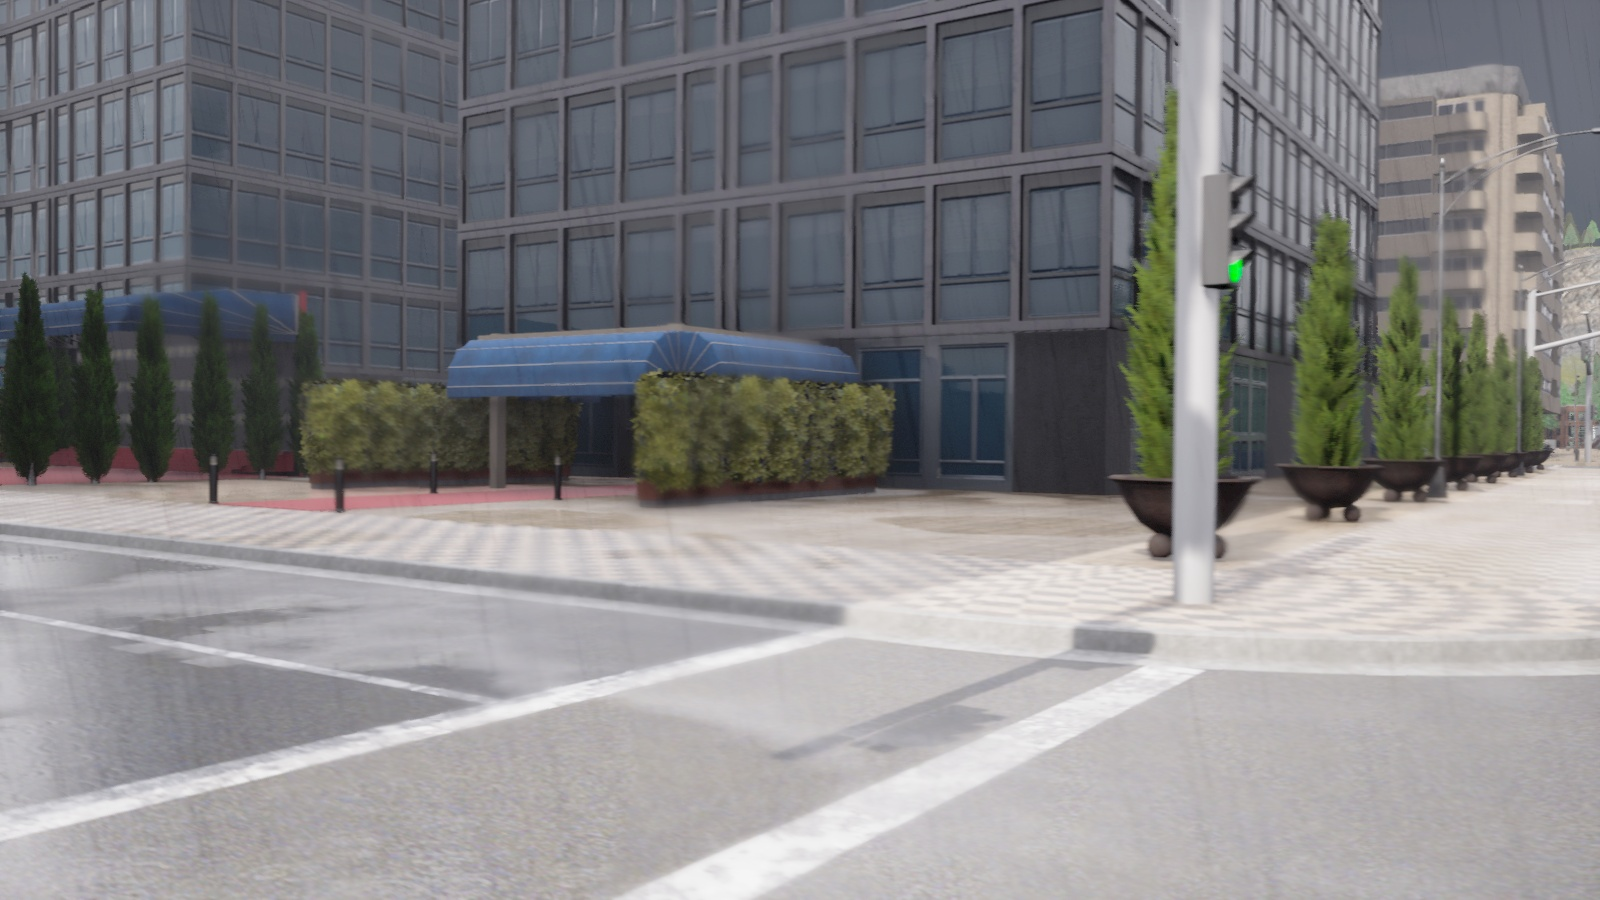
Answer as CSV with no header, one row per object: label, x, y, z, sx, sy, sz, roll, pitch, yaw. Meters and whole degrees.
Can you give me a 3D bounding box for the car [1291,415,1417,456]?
car,28.374,-0.741,64.390,5.566,2.045,2.150,0,1,34
